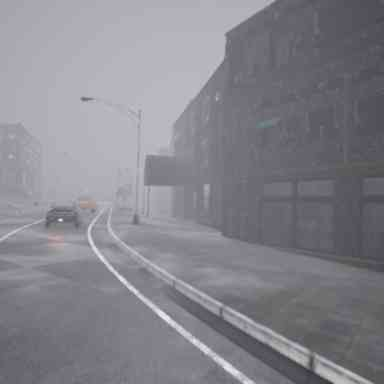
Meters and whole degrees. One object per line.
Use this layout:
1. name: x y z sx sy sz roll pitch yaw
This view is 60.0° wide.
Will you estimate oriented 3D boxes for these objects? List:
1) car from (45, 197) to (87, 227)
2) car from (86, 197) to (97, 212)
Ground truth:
1. car: -7.791 1.289 20.612 1.837 1.490 4.892 2 0 -14
2. car: -11.823 1.311 37.259 2.097 1.767 4.553 2 -1 -13
